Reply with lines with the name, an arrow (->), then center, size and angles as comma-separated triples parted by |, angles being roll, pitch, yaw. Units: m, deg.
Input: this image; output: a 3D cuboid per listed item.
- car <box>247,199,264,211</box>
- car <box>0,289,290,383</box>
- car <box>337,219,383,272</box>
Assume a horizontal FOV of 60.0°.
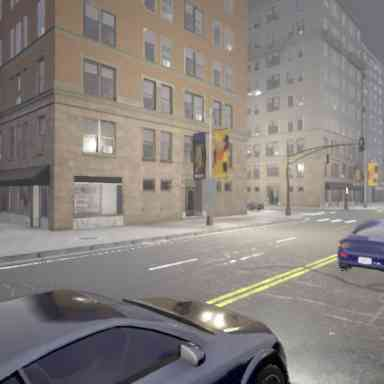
car -> 6.529, 1.544, 39.949 | 4.181, 1.385, 1.994 | 0, 0, 43
car -> -0.901, 1.564, 2.722 | 1.994, 1.385, 4.181 | 0, 0, 43
car -> 5.853, 1.526, 9.896 | 1.812, 1.442, 4.674 | 0, 0, 43
